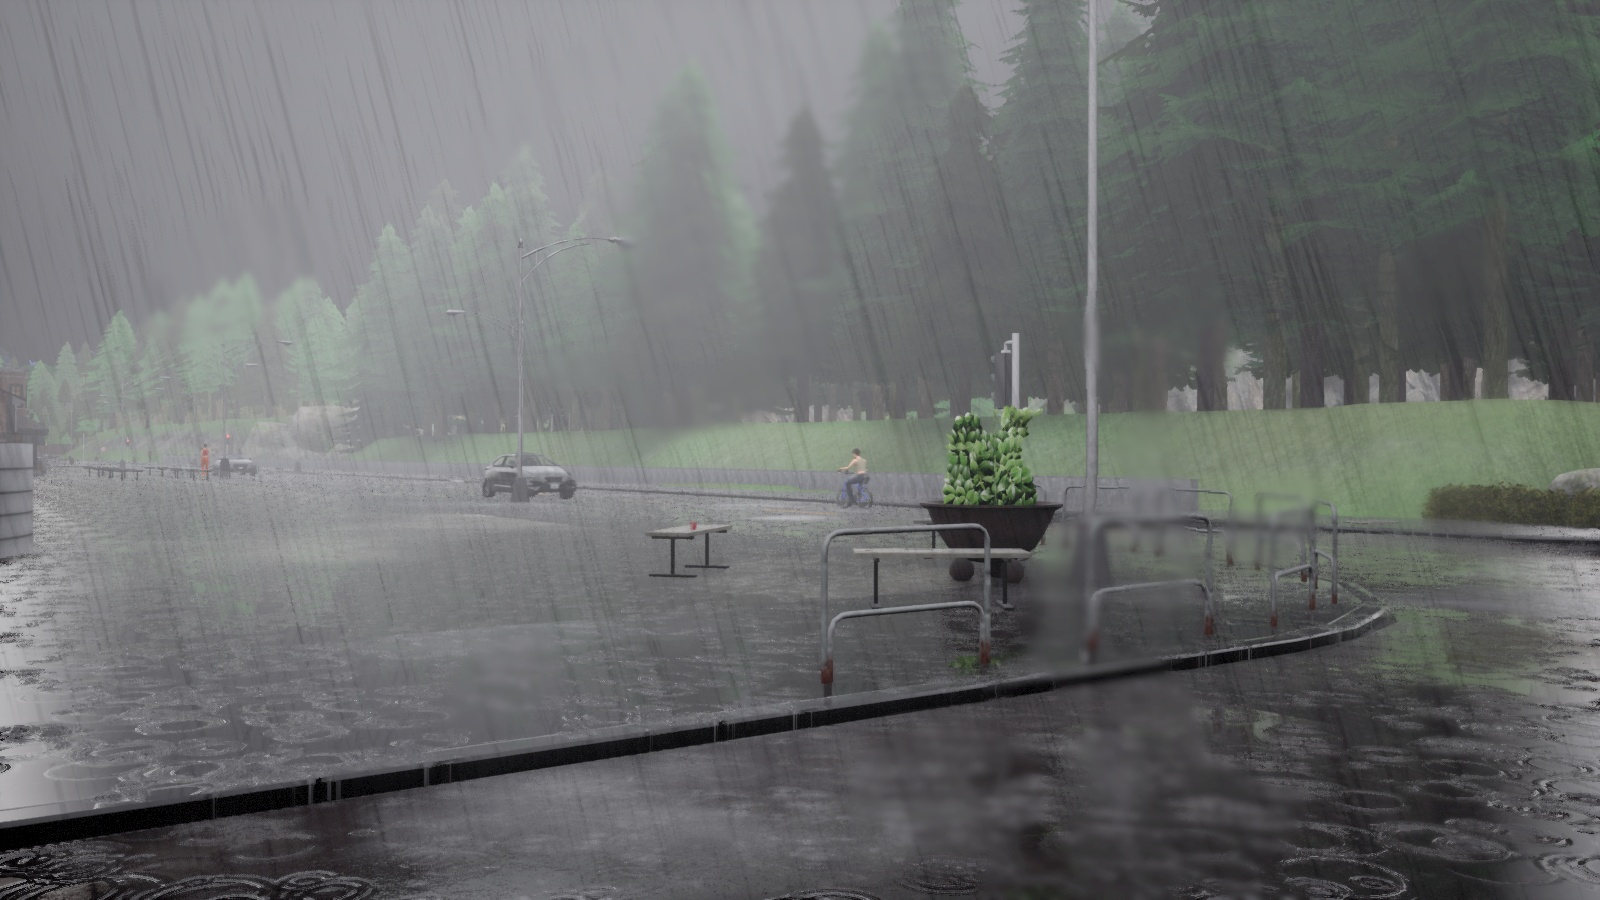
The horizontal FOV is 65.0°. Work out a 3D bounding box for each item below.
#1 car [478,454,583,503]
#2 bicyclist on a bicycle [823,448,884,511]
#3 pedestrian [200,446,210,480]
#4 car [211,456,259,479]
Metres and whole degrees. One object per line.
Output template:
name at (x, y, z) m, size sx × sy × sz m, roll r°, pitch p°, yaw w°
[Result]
car at (-8.770, 0.876, 40.662) m, size 1.816 × 1.474 × 4.193 m, roll 0°, pitch 0°, yaw -35°
bicyclist on a bicycle at (1.398, 0.759, 33.132) m, size 0.866 × 1.612 × 1.509 m, roll 0°, pitch 0°, yaw -35°
pedestrian at (-32.262, 0.690, 68.069) m, size 0.345 × 1.836 × 0.594 m, roll 0°, pitch 0°, yaw -41°
car at (-35.466, 1.077, 78.770) m, size 1.994 × 1.385 × 4.181 m, roll 0°, pitch 0°, yaw -35°
